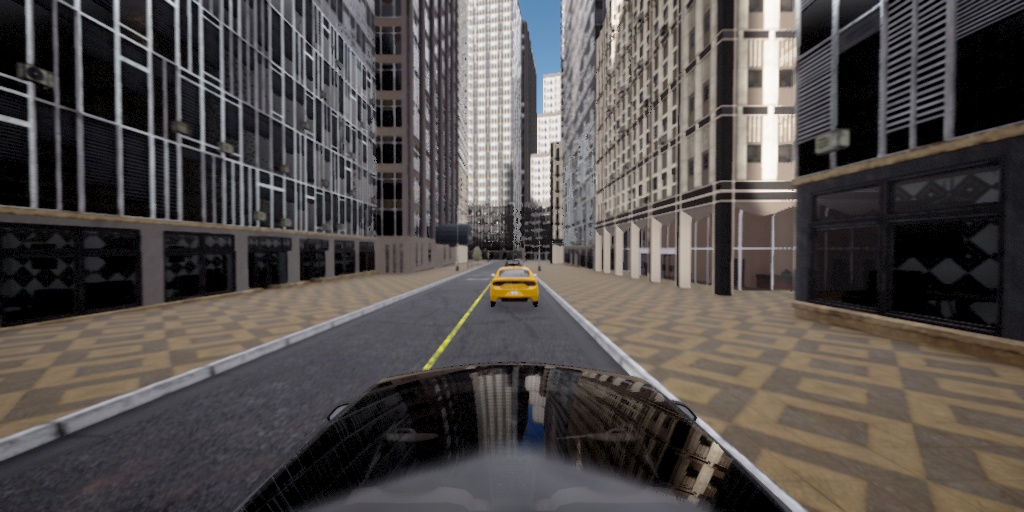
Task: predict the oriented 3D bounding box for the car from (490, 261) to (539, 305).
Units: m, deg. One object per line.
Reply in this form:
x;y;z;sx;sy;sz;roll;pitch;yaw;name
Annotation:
0.091;1.180;15.614;1.882;1.535;5.008;0;0;0;car
